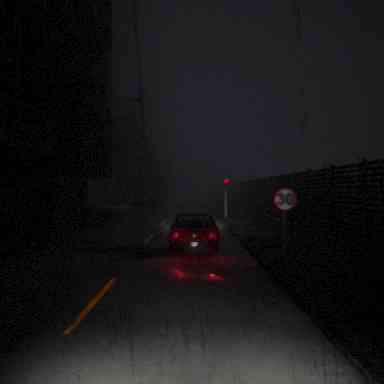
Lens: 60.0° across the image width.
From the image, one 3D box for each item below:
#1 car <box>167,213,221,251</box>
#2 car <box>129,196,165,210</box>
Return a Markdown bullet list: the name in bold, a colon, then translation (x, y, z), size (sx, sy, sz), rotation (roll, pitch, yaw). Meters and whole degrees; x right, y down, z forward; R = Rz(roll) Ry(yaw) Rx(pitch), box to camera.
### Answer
- **car**: translation (0.082, 1.509, 13.701), size (1.895, 1.301, 4.718), rotation (0, 0, 0)
- **car**: translation (-5.329, 1.233, 38.984), size (4.902, 1.511, 2.128), rotation (0, 0, 40)
